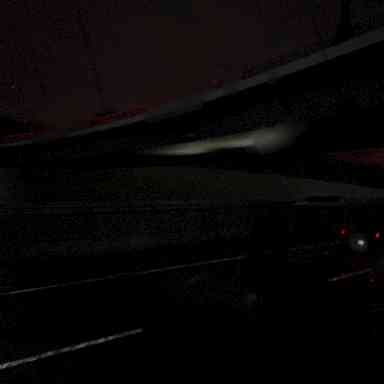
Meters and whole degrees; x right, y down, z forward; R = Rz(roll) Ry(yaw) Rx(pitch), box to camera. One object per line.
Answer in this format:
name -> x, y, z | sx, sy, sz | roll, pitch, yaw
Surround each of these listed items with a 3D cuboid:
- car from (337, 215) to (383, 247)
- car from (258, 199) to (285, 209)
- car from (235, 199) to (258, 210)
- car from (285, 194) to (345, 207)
car -> 8.141, 1.592, 13.717 | 4.718, 1.301, 1.895 | 0, 0, -35
car -> 8.884, 1.514, 31.560 | 4.892, 1.490, 1.837 | 0, 0, -35
car -> 6.626, 1.493, 34.251 | 5.008, 1.535, 1.882 | 0, 0, -35
car -> 10.992, 1.225, 28.764 | 5.566, 2.045, 2.150 | 0, 0, -35
